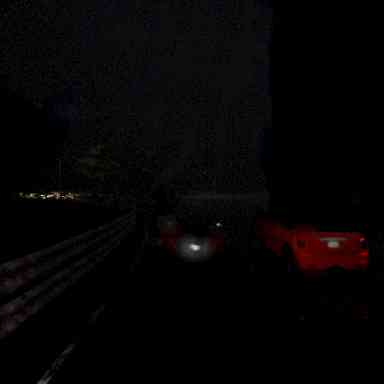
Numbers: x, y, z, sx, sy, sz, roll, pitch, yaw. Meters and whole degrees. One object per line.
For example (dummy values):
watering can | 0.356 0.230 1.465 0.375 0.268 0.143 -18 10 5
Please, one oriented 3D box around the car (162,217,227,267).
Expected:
car | 0.081 1.557 11.454 1.994 1.385 4.181 0 0 0

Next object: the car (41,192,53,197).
car | -34.125 0.702 78.205 2.128 1.511 4.902 0 1 -39

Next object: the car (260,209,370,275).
car | 3.581 1.346 10.548 2.097 1.767 4.553 0 0 0

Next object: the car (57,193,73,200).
car | -26.999 0.999 70.847 4.674 1.442 1.812 1 1 44
